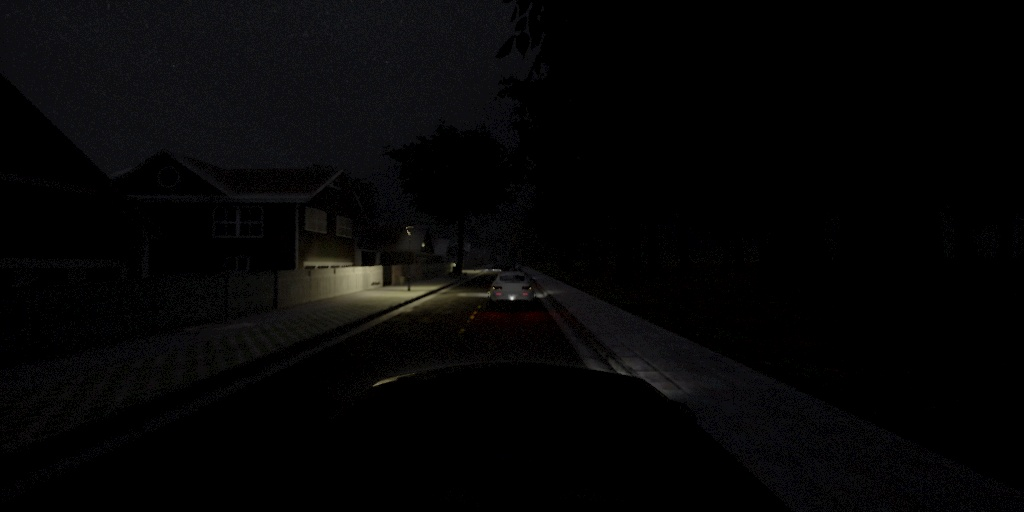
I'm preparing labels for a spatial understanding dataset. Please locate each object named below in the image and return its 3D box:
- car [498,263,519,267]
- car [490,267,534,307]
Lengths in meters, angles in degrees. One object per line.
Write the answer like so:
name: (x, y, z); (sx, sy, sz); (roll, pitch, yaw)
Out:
car: (0.012, 1.572, 31.267); (1.812, 1.442, 4.674); (0, 0, 0)
car: (0.008, 1.416, 16.258); (1.812, 1.442, 4.674); (0, 0, 0)
